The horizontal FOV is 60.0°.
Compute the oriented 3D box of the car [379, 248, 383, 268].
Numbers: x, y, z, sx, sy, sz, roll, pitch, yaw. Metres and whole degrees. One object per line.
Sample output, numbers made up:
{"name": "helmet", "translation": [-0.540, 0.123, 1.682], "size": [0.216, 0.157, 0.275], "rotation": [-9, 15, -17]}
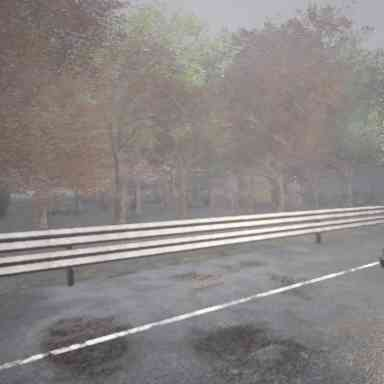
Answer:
{"name": "car", "translation": [7.129, 1.427, 8.966], "size": [5.357, 1.411, 2.033], "rotation": [-1, 0, -36]}
